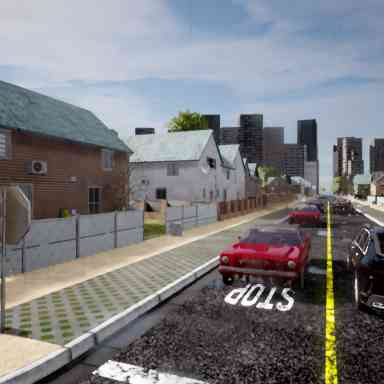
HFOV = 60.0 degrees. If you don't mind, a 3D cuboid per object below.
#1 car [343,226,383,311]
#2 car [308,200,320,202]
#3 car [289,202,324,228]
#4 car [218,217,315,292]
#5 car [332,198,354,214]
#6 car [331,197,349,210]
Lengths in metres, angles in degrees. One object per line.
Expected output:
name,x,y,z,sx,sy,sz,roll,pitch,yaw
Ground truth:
car,4.534,1.507,7.352,1.837,1.490,4.892,0,0,22
car,13.125,1.580,35.709,1.994,1.385,4.181,0,0,23
car,7.810,1.611,22.849,1.895,1.301,4.718,0,0,22
car,2.230,1.606,9.243,1.895,1.301,4.718,0,0,22
car,15.905,1.504,34.987,2.128,1.511,4.902,0,0,23
car,19.797,1.508,44.597,2.128,1.511,4.902,0,0,22
